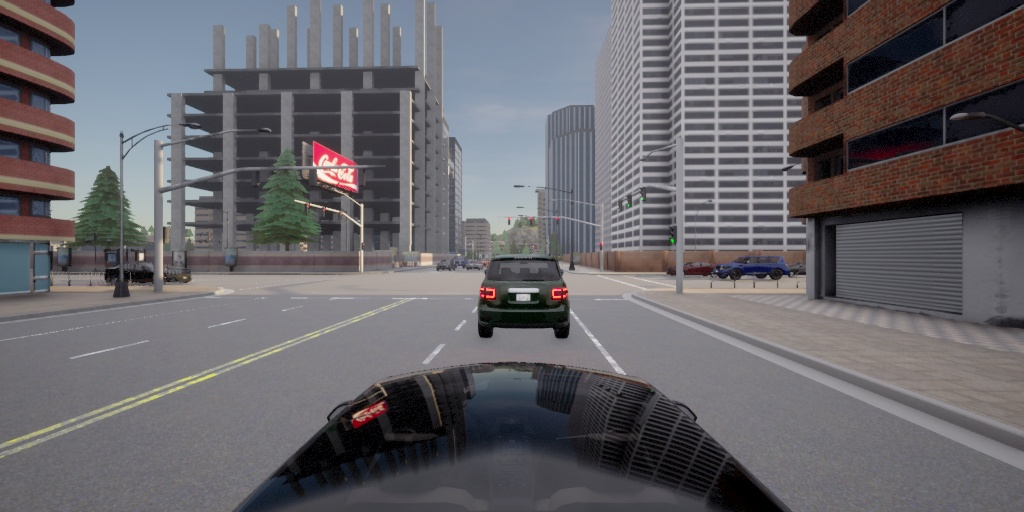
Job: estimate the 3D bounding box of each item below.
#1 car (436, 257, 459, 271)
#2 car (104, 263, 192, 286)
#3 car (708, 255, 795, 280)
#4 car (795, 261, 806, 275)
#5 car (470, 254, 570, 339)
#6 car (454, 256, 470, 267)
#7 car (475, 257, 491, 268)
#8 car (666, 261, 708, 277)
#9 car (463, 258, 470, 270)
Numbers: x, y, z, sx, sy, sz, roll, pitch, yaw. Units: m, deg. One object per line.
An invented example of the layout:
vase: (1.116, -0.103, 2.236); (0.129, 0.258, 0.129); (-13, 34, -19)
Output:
car: (-8.880, 1.255, 48.524); (1.837, 1.490, 4.892); (0, 0, 2)
car: (-24.991, 1.227, 24.746); (5.008, 1.535, 1.882); (0, 0, 2)
car: (20.226, 0.971, 30.477); (5.566, 2.045, 2.150); (0, 0, 2)
car: (27.240, 1.241, 33.737); (4.902, 1.511, 2.128); (0, 0, 2)
car: (0.338, 0.971, 10.283); (2.150, 2.045, 5.566); (0, 0, 2)
car: (-8.497, 0.971, 58.372); (2.150, 2.045, 5.566); (0, 0, 1)
car: (-4.871, 1.102, 61.260); (2.097, 1.767, 4.553); (0, 0, 2)
car: (17.310, 1.228, 34.071); (5.008, 1.535, 1.882); (0, 0, 2)
car: (-5.276, 1.351, 51.160); (1.895, 1.301, 4.718); (0, 0, 2)
